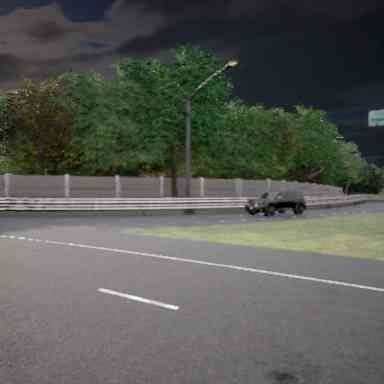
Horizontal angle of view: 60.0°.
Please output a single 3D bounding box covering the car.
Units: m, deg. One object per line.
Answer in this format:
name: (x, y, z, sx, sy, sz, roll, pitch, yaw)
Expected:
car: (6.903, 0.884, 27.184, 5.566, 2.045, 2.150, 0, 1, -32)
